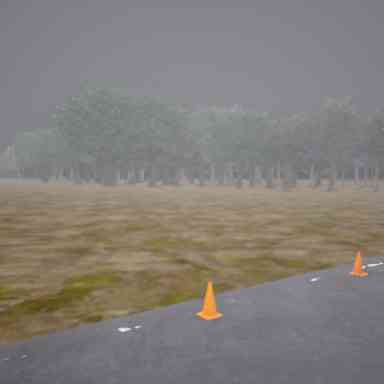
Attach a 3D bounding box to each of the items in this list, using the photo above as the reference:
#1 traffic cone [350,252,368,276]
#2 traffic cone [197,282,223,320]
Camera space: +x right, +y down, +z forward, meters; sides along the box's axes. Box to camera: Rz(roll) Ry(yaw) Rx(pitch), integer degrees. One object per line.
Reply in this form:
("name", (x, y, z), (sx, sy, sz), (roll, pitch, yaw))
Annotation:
("traffic cone", (4.397, 1.869, 8.766), (0.340, 0.580, 0.340), (0, 1, -35))
("traffic cone", (0.319, 1.881, 5.872), (0.340, 0.580, 0.340), (0, 1, -35))
